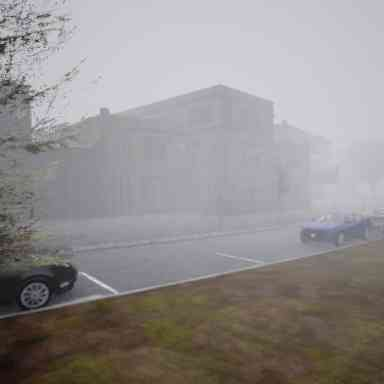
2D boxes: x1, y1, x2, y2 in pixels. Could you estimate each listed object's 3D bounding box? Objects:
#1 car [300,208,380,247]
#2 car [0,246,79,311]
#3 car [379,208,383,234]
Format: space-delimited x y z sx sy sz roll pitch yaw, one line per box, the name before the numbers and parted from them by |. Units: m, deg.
car | 7.472 1.770 17.085 5.008 1.535 2.097 1 -1 -42
car | -4.919 1.709 6.900 4.892 1.521 2.231 1 2 -35
car | 12.080 1.807 21.422 4.892 1.521 2.231 1 -1 -44
